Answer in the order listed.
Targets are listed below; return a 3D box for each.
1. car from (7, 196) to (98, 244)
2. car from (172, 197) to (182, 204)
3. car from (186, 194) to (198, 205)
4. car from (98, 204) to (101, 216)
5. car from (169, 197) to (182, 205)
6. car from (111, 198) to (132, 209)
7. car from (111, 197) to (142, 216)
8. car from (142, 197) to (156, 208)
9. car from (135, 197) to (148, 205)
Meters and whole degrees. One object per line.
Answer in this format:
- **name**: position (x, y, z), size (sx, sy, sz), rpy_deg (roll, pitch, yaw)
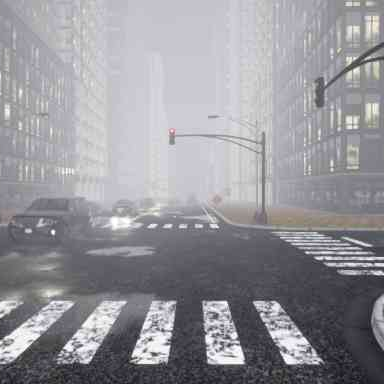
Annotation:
- **car**: position (-6.604, 1.228, 16.195), size (2.150, 2.045, 5.566), rpy_deg (0, 0, 0)
- **car**: position (-3.202, 1.703, 70.366), size (1.994, 1.385, 4.181), rpy_deg (0, 0, 0)
- **car**: position (-0.016, 1.606, 60.194), size (1.837, 1.490, 4.892), rpy_deg (0, 0, 0)
- **car**: position (-9.862, 1.504, 30.677), size (1.882, 1.535, 5.008), rpy_deg (0, 0, 0)
- **car**: position (-3.168, 1.589, 59.715), size (2.128, 1.511, 4.902), rpy_deg (0, 0, 0)
- **car**: position (-9.858, 1.623, 46.726), size (1.994, 1.385, 4.181), rpy_deg (0, 0, 0)
- **car**: position (-6.609, 1.522, 32.908), size (2.128, 1.511, 4.902), rpy_deg (0, 0, 0)
- **car**: position (-6.604, 1.546, 49.871), size (1.882, 1.535, 5.008), rpy_deg (0, 0, 0)
- **car**: position (-9.768, 1.718, 64.359), size (1.994, 1.385, 4.181), rpy_deg (0, 0, 0)
